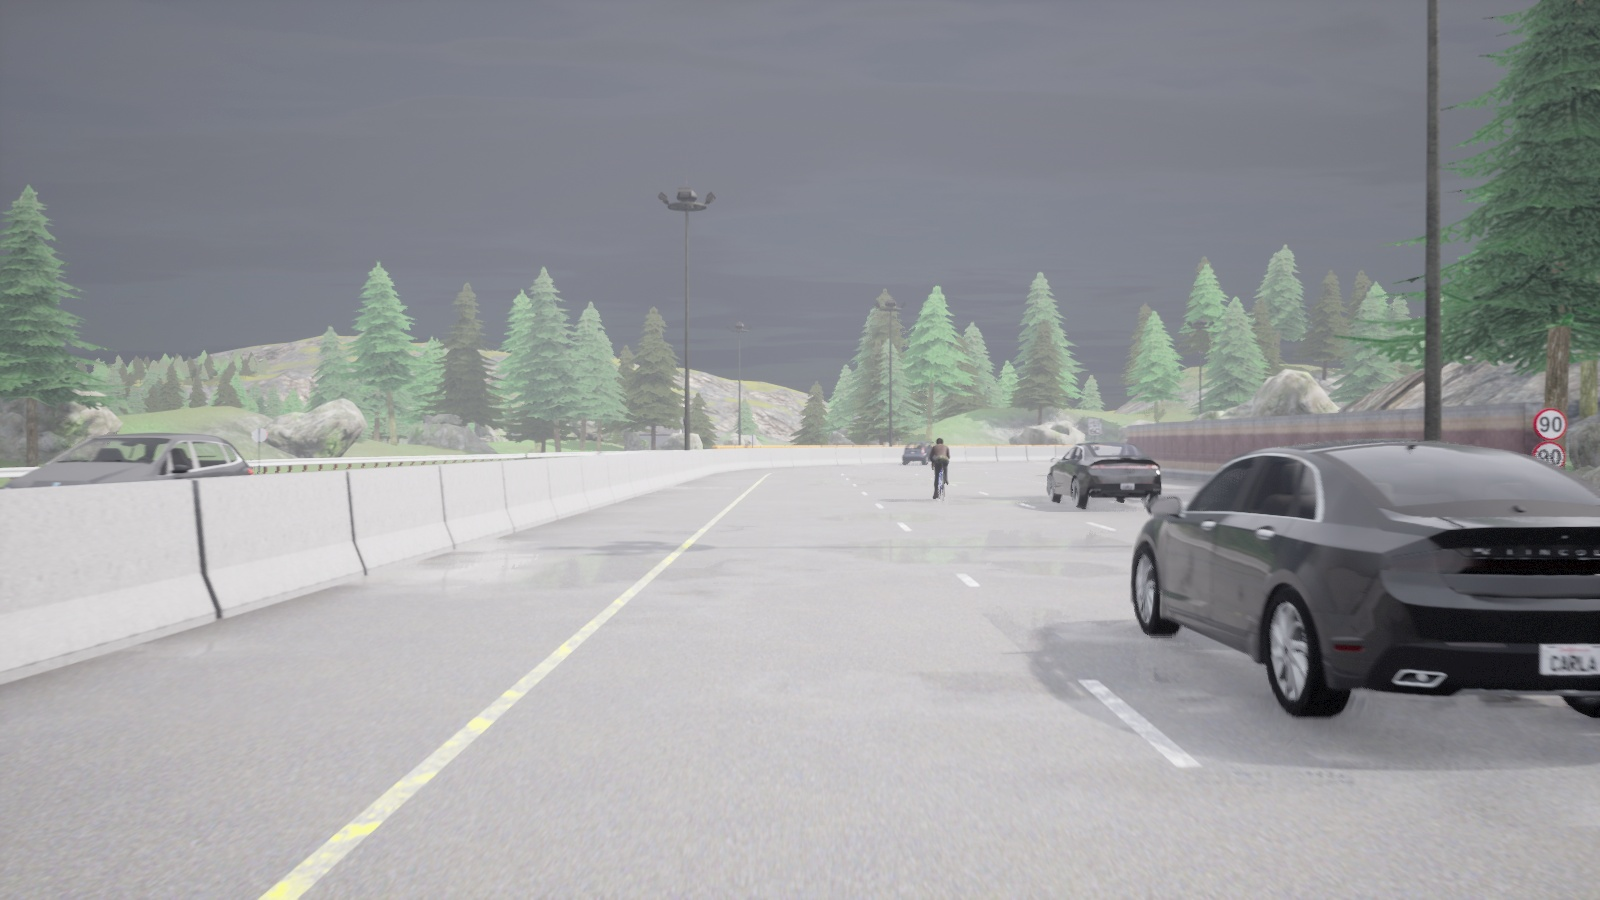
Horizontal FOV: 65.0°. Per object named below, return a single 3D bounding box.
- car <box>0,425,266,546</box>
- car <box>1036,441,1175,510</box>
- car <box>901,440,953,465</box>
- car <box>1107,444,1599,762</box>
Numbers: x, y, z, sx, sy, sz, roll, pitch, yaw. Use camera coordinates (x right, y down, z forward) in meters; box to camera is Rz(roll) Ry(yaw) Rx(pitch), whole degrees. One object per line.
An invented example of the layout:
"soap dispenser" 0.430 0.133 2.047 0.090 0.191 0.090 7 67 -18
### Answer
"car" -10.411 0.472 19.541 2.242 1.667 4.611 0 0 0
"car" 7.123 0.540 29.821 2.128 1.511 4.902 0 0 0
"car" 8.551 0.169 84.597 1.851 1.617 3.988 0 0 33
"car" 3.553 0.707 8.341 1.837 1.490 4.892 0 0 0
